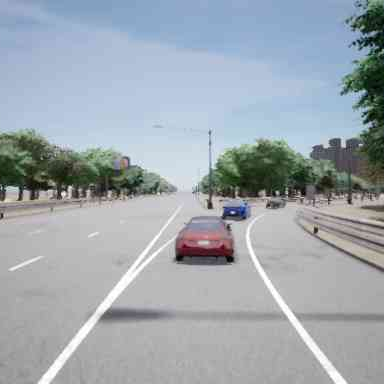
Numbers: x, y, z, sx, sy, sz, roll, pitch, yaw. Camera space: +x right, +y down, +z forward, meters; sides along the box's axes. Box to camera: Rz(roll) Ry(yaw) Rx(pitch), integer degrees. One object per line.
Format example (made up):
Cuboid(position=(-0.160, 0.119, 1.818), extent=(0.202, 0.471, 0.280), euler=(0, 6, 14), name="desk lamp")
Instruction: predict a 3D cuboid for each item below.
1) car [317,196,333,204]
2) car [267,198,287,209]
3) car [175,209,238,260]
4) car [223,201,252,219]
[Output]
Cuboid(position=(25.529, 1.496, 64.363), extent=(1.812, 1.442, 4.674), euler=(0, 0, 43), name="car")
Cuboid(position=(11.903, 1.538, 46.781), extent=(1.812, 1.442, 4.674), euler=(0, 0, 31), name="car")
Cuboid(position=(0.581, 1.569, 12.461), extent=(1.994, 1.385, 4.181), euler=(0, 0, 6), name="car")
Cuboid(position=(4.000, 1.505, 28.971), extent=(1.882, 1.535, 5.008), euler=(0, 0, 17), name="car")
